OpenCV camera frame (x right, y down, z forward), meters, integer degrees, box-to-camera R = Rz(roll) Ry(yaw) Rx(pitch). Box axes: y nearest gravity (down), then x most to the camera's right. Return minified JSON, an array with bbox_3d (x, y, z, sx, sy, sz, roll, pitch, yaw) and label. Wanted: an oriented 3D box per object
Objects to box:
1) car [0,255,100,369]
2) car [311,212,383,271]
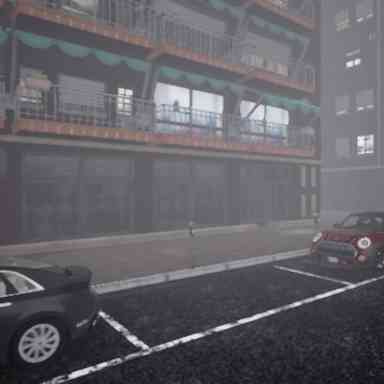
[{"bbox_3d":[-3.407,1.554,4.128,4.403,1.369,2.008,0,0,-35],"label":"car"},{"bbox_3d":[5.611,1.381,10.560,4.097,1.590,1.967,0,0,-35],"label":"car"}]
